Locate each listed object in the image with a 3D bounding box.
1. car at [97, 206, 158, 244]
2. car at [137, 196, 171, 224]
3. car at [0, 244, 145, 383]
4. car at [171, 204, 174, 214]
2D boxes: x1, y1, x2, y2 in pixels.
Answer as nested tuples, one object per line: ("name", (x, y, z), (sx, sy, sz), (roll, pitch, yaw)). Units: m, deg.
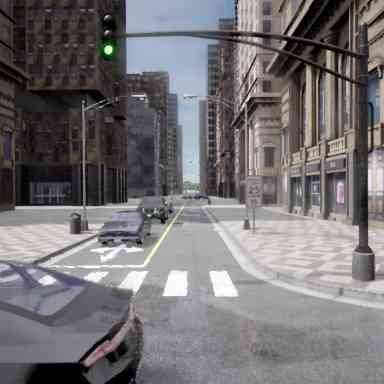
("car", (-3.106, 1.643, 16.466), (2.033, 1.411, 5.357), (0, 0, 0))
("car", (-3.102, 1.349, 26.685), (2.150, 2.045, 5.566), (0, 0, -1))
("car", (-2.935, 1.468, 3.220), (4.902, 1.511, 2.128), (0, 1, 0))
("car", (-3.084, 1.685, 37.016), (1.812, 1.442, 4.674), (0, 0, 0))
